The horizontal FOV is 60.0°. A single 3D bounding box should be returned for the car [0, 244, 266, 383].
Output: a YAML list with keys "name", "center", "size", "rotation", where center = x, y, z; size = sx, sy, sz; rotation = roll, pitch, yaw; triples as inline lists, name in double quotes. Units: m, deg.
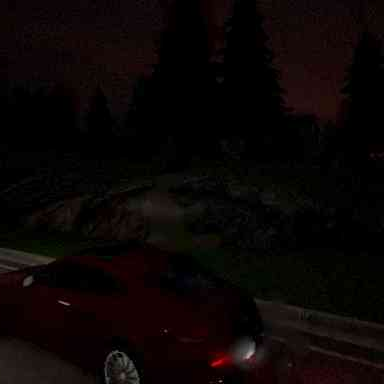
- name: "car"
  center: [-1.259, 1.526, 4.890]
  size: [4.674, 1.442, 1.812]
  rotation: [0, 0, 35]
